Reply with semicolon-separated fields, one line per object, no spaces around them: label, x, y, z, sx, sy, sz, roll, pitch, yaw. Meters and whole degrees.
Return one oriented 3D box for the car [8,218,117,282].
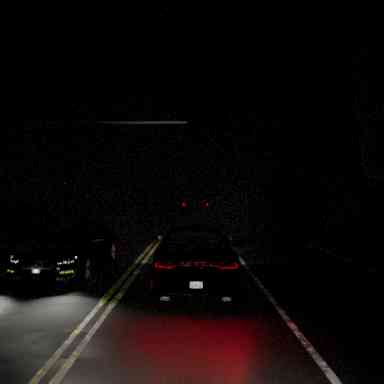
car;-3.582;1.591;10.074;1.837;1.490;4.892;1;-1;0

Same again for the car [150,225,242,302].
car;0.082;1.594;8.598;1.882;1.535;5.008;1;-1;0
